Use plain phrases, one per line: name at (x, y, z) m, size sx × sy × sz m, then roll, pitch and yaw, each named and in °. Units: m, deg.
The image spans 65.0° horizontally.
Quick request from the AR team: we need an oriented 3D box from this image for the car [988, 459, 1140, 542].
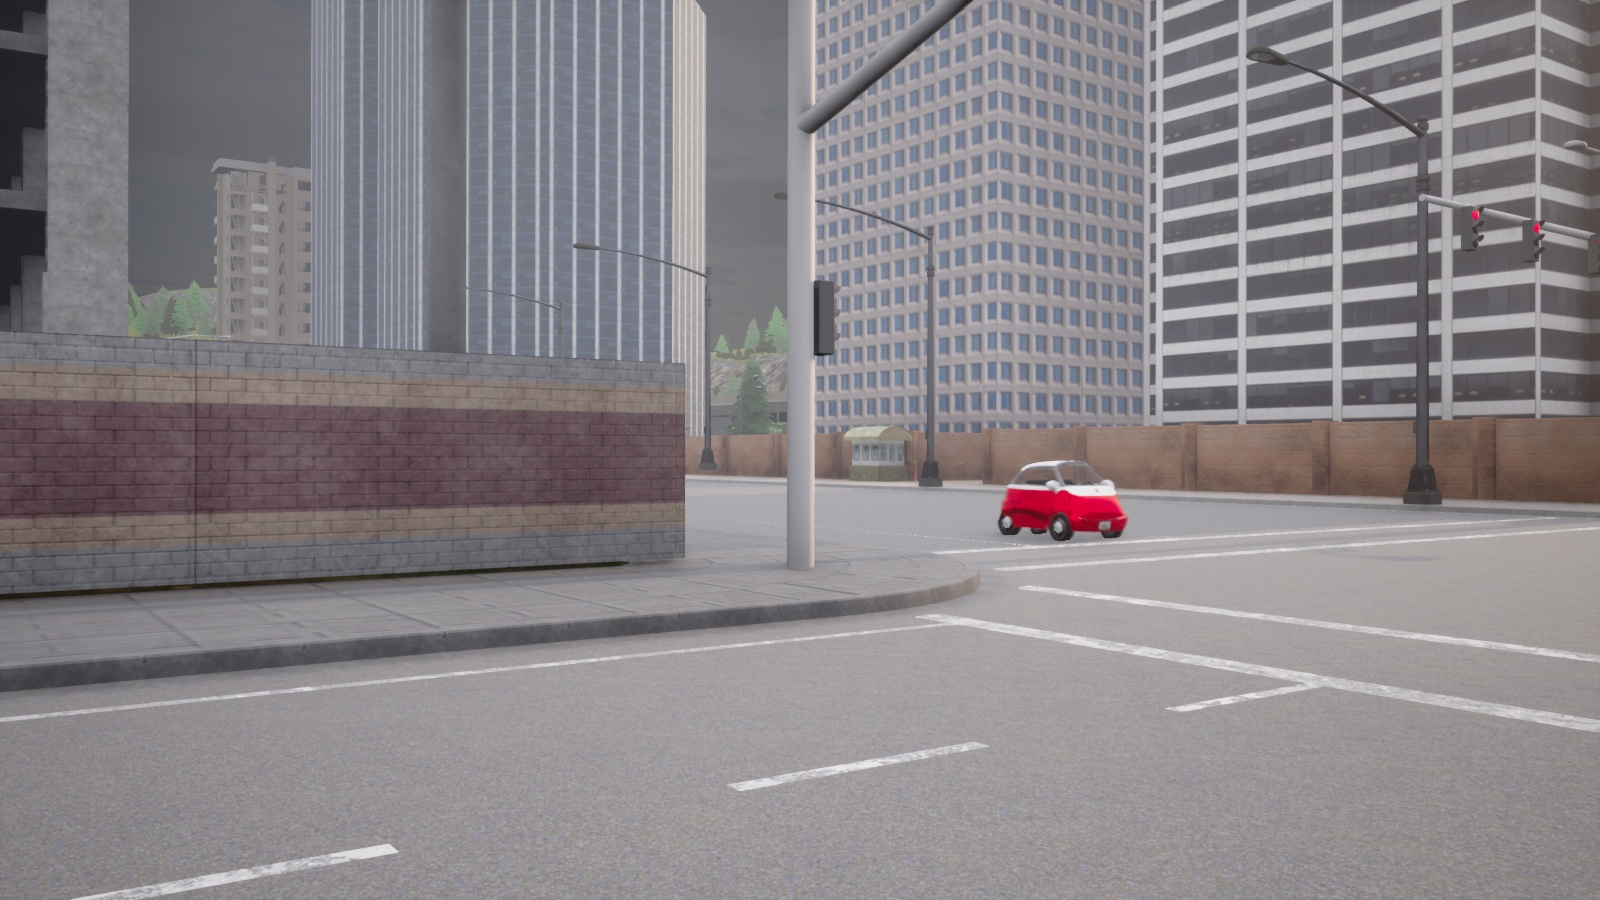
car at (4.615, 0.844, 22.129) m, size 1.481 × 1.376 × 2.207 m, roll 0°, pitch -1°, yaw -33°
